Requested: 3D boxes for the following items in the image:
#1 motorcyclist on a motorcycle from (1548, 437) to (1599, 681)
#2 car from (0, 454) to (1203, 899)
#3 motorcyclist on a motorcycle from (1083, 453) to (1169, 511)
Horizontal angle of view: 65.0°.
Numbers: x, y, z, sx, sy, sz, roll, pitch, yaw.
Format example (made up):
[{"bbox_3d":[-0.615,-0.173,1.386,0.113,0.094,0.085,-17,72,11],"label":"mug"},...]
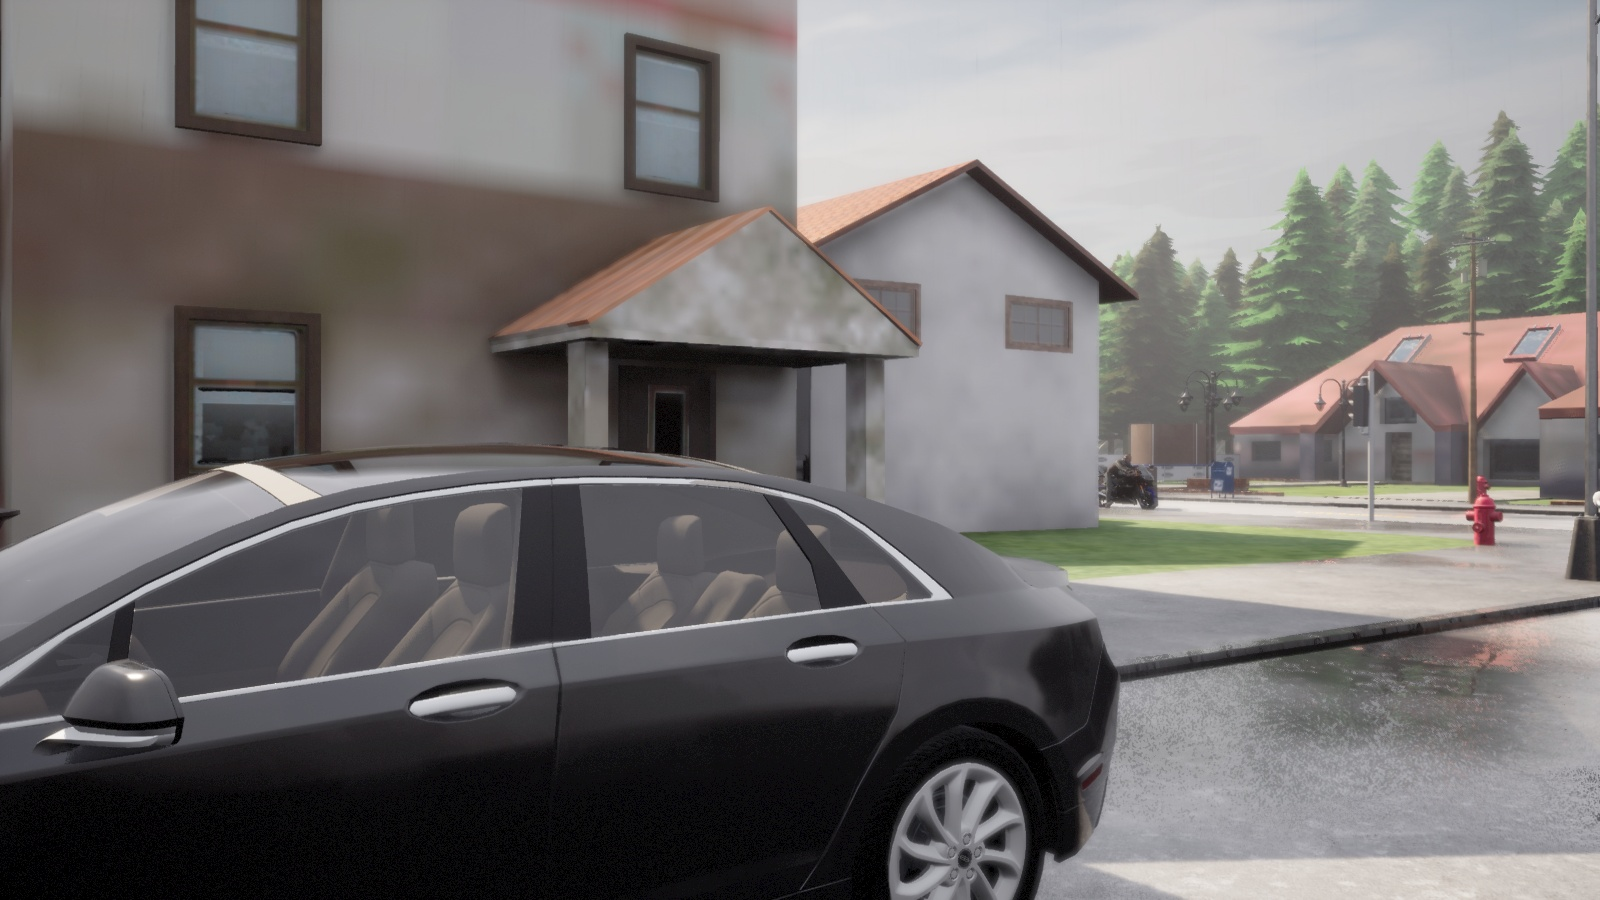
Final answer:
[{"bbox_3d":[6.018,0.707,8.615,1.817,1.590,0.866,0,0,-36],"label":"motorcyclist on a motorcycle"},{"bbox_3d":[-1.194,0.761,3.443,4.892,1.490,1.837,0,0,-36],"label":"car"},{"bbox_3d":[8.855,0.845,34.198,0.866,1.530,2.191,0,0,-36],"label":"motorcyclist on a motorcycle"}]
